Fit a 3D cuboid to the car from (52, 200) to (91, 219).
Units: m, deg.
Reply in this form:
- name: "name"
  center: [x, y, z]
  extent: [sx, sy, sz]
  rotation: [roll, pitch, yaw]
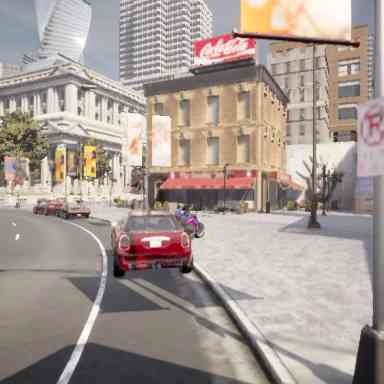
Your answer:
- name: "car"
  center: [-10.377, 1.576, 28.766]
  extent: [1.895, 1.301, 4.718]
  rotation: [0, 0, -34]

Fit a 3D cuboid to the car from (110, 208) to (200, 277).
- name: "car"
  center: [-1.459, 1.341, 10.542]
  extent: [2.097, 1.767, 4.553]
  rotation: [0, 0, -15]

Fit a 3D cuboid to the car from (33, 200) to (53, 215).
- name: "car"
  center: [-14.167, 1.498, 33.065]
  extent: [2.002, 1.452, 4.674]
  rotation: [0, 0, -44]
